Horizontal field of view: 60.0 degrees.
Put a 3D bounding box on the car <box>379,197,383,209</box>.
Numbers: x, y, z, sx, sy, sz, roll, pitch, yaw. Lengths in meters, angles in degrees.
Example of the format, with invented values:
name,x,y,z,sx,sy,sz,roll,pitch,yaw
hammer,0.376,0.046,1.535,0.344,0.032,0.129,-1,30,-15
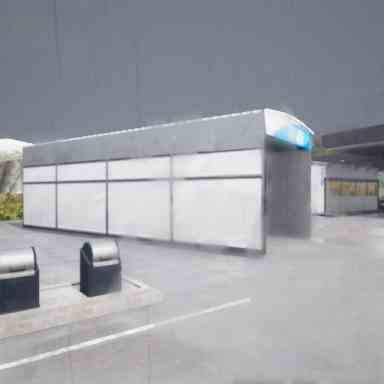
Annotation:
name,x,y,z,sx,sy,sz,roll,pitch,yaw
car,25.113,1.451,43.923,4.611,1.667,2.242,0,0,-37
